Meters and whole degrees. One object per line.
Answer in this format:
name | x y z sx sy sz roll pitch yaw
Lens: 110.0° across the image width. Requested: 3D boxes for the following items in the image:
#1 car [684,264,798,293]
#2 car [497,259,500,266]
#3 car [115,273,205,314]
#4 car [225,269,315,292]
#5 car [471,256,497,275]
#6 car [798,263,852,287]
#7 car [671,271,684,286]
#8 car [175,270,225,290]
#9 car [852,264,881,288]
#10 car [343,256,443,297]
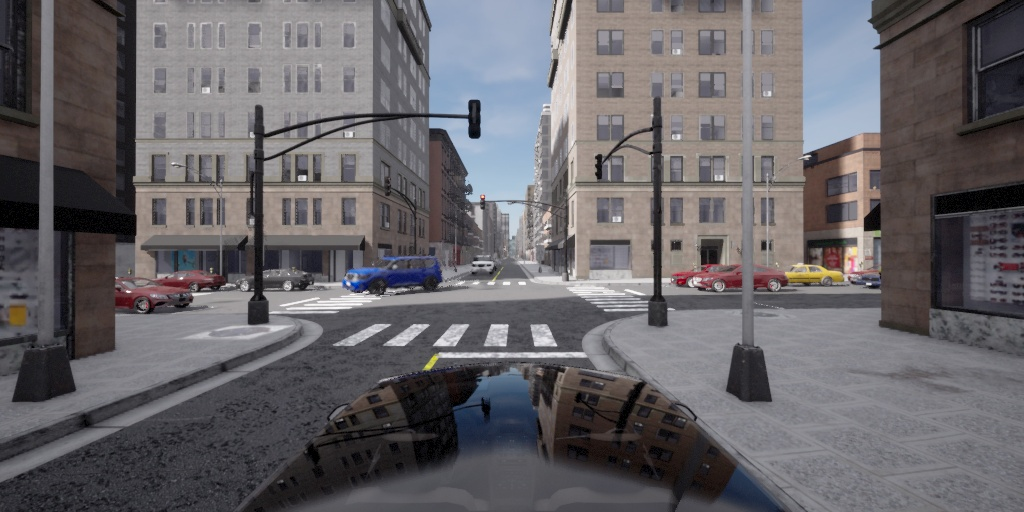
car | 12.188 1.157 19.272 4.674 1.442 1.812 -1 0 1
car | -3.125 1.190 50.966 1.882 1.535 5.008 0 0 0
car | -14.660 1.451 13.674 4.207 1.307 1.802 0 0 0
car | -14.631 1.458 22.200 4.403 1.370 2.007 0 0 0
car | -3.124 0.957 38.899 2.150 2.045 5.566 0 0 0
car | 17.454 1.116 21.992 4.829 1.417 1.751 0 0 0
car | 12.132 1.189 22.027 4.507 1.381 1.888 0 0 0
car | -20.159 1.545 22.236 4.207 1.307 1.802 0 0 0
car | 21.819 1.086 19.208 5.357 1.411 2.033 -1 0 1
car | -6.458 1.043 20.209 2.150 2.045 5.566 2 1 40
